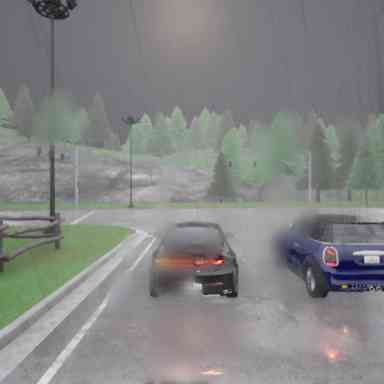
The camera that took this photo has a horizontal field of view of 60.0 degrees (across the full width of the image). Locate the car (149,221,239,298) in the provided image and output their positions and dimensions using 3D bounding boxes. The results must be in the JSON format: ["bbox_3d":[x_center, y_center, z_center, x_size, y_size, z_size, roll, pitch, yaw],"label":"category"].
[{"bbox_3d":[0.051,1.497,8.502,1.837,1.490,4.892,0,0,0],"label":"car"}]

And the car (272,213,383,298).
[{"bbox_3d":[3.552,1.344,8.666,2.097,1.767,4.553,0,0,0],"label":"car"}]
